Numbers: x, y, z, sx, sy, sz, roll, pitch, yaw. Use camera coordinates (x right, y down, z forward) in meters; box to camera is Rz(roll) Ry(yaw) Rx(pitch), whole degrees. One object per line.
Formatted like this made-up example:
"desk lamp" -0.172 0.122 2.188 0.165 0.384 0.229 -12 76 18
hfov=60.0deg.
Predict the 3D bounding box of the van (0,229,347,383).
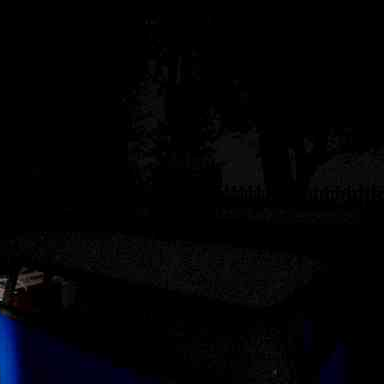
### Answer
"van" -0.657 1.341 3.180 3.998 1.788 1.690 0 0 35
